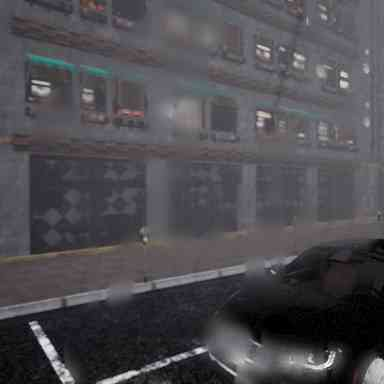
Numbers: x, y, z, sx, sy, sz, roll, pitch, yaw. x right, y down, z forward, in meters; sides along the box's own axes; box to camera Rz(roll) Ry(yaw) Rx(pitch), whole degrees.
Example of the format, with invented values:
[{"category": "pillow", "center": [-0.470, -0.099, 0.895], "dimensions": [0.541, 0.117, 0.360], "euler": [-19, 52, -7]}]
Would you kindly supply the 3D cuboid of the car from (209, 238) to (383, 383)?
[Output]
[{"category": "car", "center": [2.467, 1.508, 4.822], "dimensions": [4.892, 1.490, 1.837], "euler": [0, 0, -35]}]
